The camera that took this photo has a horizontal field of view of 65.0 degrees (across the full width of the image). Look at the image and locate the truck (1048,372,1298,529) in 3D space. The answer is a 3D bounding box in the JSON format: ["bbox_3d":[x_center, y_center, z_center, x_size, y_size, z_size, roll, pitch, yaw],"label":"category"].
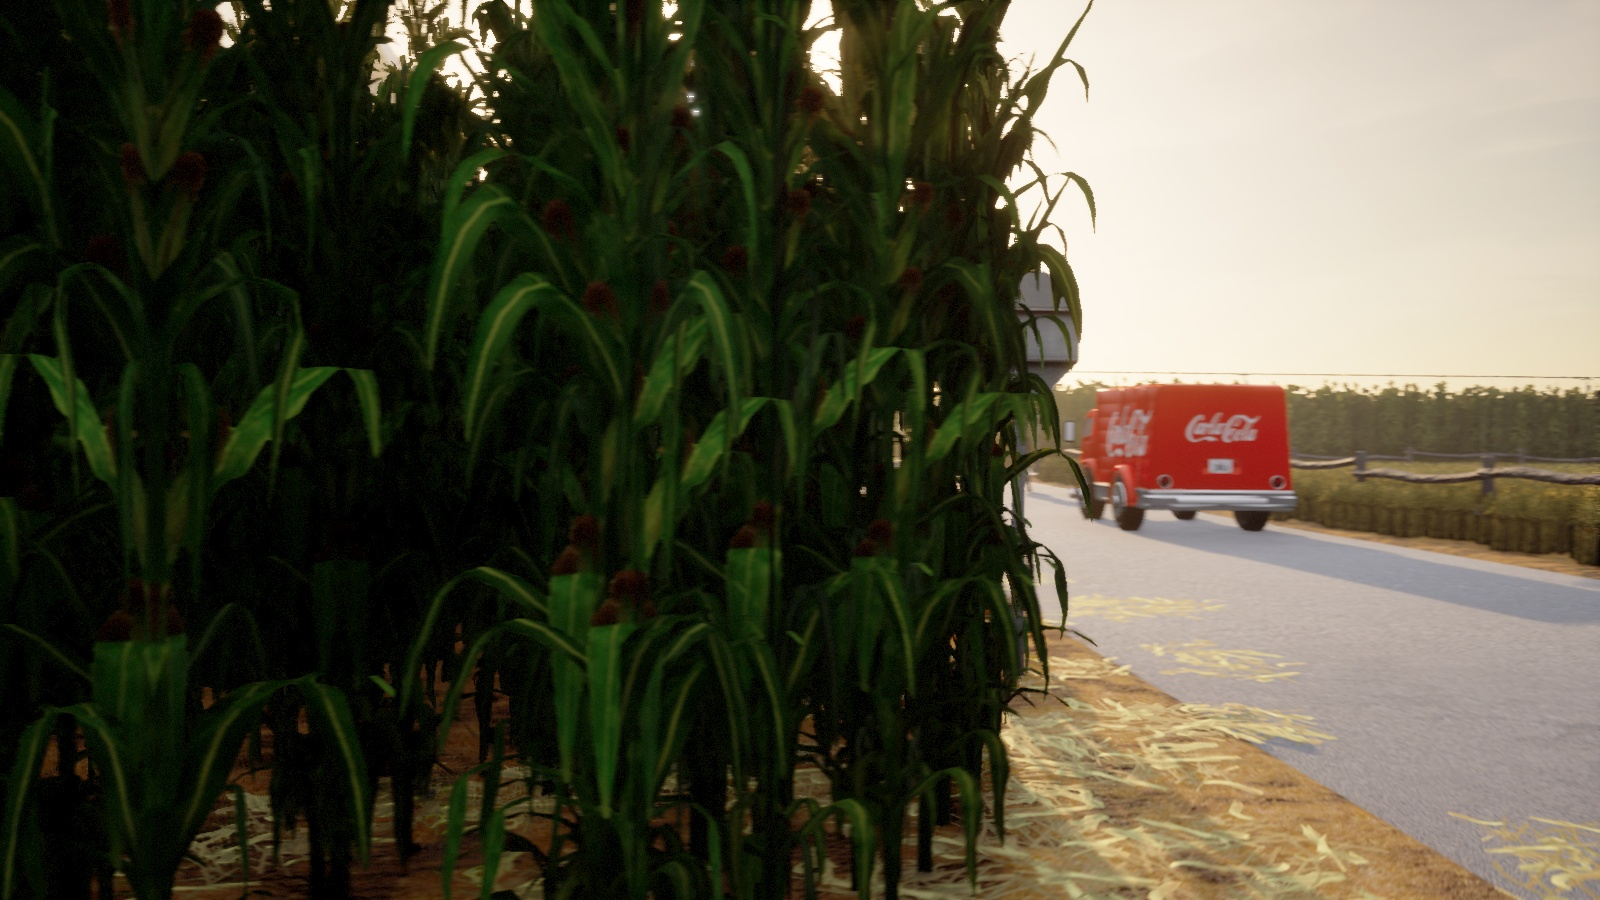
[{"bbox_3d":[6.433,-0.031,22.484,2.627,2.467,5.204,-1,1,-4],"label":"truck"}]
